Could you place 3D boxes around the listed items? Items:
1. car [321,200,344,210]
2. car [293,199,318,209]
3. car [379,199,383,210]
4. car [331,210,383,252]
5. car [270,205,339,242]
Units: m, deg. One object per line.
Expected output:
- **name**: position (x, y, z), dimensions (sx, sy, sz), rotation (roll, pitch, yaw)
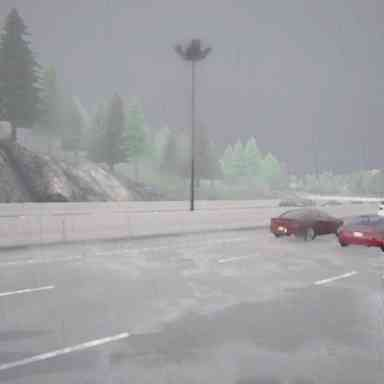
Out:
- **car**: position (22.623, 2.013, 53.558), dimensions (2.033, 1.411, 5.357), rotation (0, 0, 39)
- **car**: position (18.683, 1.935, 54.493), dimensions (2.128, 1.511, 4.902), rotation (1, 0, 41)
- **car**: position (17.292, 1.497, 27.521), dimensions (5.566, 2.045, 2.150), rotation (1, 0, -44)
- **car**: position (8.272, 1.707, 14.749), dimensions (4.181, 1.385, 1.994), rotation (1, 0, -40)
- **car**: position (6.180, 1.621, 17.562), dimensions (5.008, 1.535, 1.882), rotation (0, 0, -40)
